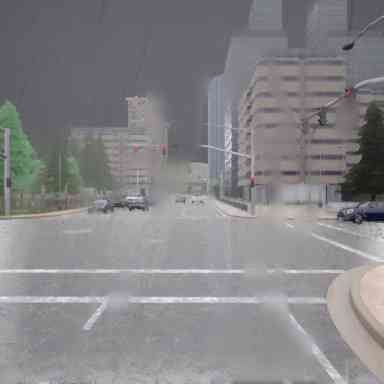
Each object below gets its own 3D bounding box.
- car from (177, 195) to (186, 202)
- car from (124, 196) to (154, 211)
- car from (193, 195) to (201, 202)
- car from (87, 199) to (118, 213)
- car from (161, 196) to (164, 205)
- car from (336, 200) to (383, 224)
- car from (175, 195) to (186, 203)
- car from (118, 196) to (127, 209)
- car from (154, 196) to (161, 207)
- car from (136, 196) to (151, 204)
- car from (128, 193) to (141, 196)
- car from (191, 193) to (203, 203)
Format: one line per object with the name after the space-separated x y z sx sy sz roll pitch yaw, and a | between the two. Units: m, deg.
-2.361 1.478 77.288 1.882 1.535 5.008 0 0 1 | car
-6.325 1.547 40.272 2.033 1.411 5.357 0 0 1 | car
1.132 1.521 76.600 1.812 1.442 4.674 0 0 1 | car
-9.847 1.526 36.394 1.812 1.442 4.674 0 0 1 | car
-6.105 1.477 59.936 1.882 1.535 5.008 0 0 0 | car
12.948 1.352 24.066 4.553 1.767 2.097 0 0 1 | car
-2.349 1.564 68.332 1.994 1.385 4.181 0 0 1 | car
-9.773 1.601 45.494 1.895 1.301 4.718 0 0 1 | car
-6.231 1.564 49.479 1.994 1.385 4.181 0 0 0 | car
-9.511 1.491 65.686 2.128 1.511 4.902 0 0 1 | car
-9.660 1.221 55.454 2.150 2.045 5.566 0 0 1 | car
1.037 1.221 66.915 2.150 2.045 5.566 0 0 1 | car
